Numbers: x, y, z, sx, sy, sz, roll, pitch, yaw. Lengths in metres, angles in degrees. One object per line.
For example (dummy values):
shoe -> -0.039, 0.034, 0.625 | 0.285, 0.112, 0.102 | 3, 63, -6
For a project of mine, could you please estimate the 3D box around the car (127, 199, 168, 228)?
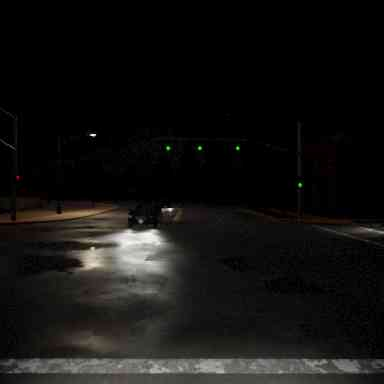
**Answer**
car -> -3.035, 1.494, 22.319 | 2.128, 1.511, 4.902 | 0, 0, 1

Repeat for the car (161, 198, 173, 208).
car -> -3.809, 1.541, 46.830 | 2.033, 1.411, 5.357 | 0, 0, -8
